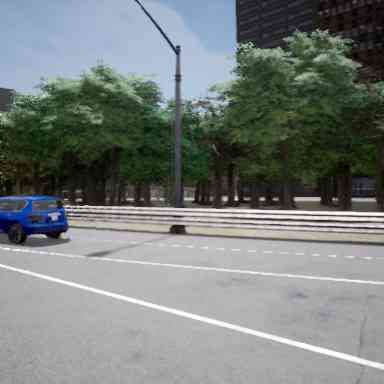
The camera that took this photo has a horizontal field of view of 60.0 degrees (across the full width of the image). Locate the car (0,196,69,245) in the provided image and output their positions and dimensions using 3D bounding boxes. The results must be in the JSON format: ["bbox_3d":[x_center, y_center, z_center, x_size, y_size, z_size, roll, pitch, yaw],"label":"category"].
[{"bbox_3d":[-8.366,1.227,15.705,5.566,2.045,2.150,0,0,27],"label":"car"}]
